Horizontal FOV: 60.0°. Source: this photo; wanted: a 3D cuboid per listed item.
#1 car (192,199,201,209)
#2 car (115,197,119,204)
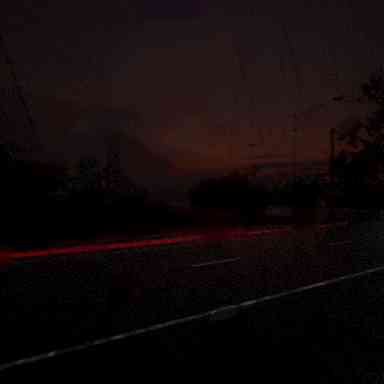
[{"bbox_3d":[1.929,1.636,45.440,2.128,1.511,4.902,0,1,-39],"label":"car"},{"bbox_3d":[-13.242,1.594,64.393,1.882,1.535,5.008,0,0,-38],"label":"car"}]
